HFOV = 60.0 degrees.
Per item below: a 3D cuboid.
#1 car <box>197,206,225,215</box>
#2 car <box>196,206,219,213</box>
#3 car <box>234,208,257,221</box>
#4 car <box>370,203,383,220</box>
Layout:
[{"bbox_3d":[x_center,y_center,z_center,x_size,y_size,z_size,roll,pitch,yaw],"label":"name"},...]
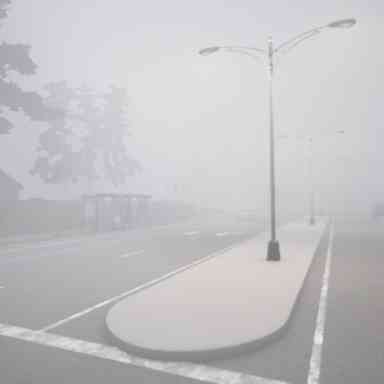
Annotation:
[{"bbox_3d":[3.359,3.257,58.113,5.008,1.535,1.882,-1,-2,24],"label":"car"},{"bbox_3d":[3.447,3.778,73.457,4.674,1.442,1.812,-1,-2,24],"label":"car"},{"bbox_3d":[6.512,2.725,40.255,1.812,1.442,4.674,-1,-2,25],"label":"car"},{"bbox_3d":[22.523,2.251,39.248,2.150,2.045,5.566,-1,-2,23],"label":"car"}]
